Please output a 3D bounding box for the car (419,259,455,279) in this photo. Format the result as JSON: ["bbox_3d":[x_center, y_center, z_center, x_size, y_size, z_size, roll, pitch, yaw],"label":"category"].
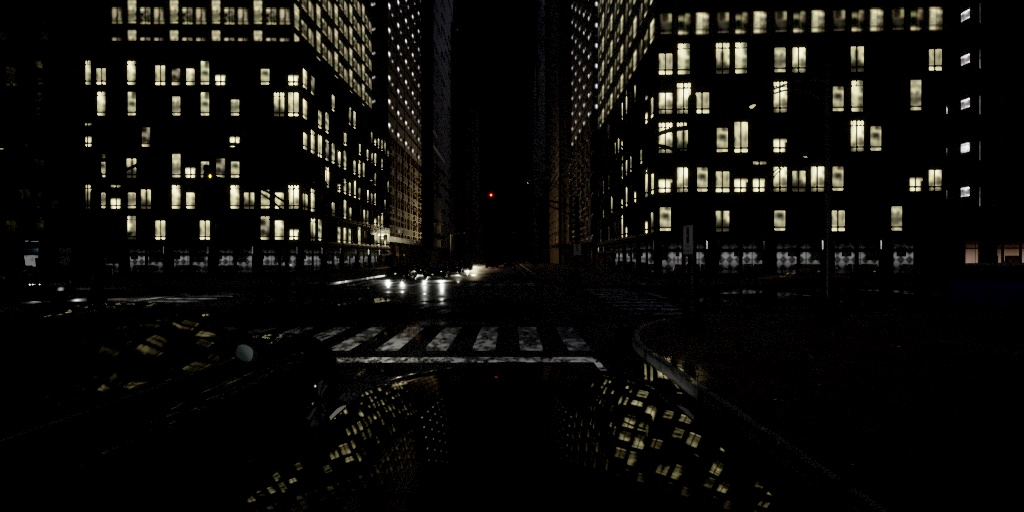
[{"bbox_3d":[-6.800,1.305,32.955,1.812,1.442,4.674,0,0,0],"label":"car"}]

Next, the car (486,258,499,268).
[{"bbox_3d":[-3.545,1.214,63.651,2.097,1.767,4.553,0,0,-1],"label":"car"}]

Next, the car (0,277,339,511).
[{"bbox_3d":[-3.155,1.102,2.560,2.097,1.767,4.553,0,0,0],"label":"car"}]

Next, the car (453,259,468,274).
[{"bbox_3d":[-6.864,1.277,42.828,1.882,1.535,5.008,0,0,0],"label":"car"}]

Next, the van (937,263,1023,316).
[{"bbox_3d":[18.288,1.119,12.779,3.998,1.789,1.690,0,0,2],"label":"van"}]

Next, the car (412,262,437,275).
[{"bbox_3d":[-10.100,1.361,41.707,1.994,1.385,4.181,0,0,0],"label":"car"}]

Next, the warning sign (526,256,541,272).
[{"bbox_3d":[2.598,0.910,40.836,1.300,1.860,1.060,0,0,0],"label":"warning sign"}]

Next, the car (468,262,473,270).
[{"bbox_3d":[-6.917,1.390,52.807,1.994,1.385,4.181,0,0,0],"label":"car"}]

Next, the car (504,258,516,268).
[{"bbox_3d":[-0.401,1.426,63.832,1.994,1.385,4.181,0,0,0],"label":"car"}]

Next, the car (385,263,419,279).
[{"bbox_3d":[-10.051,1.343,32.798,1.994,1.385,4.181,0,0,0],"label":"car"}]

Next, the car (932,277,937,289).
[{"bbox_3d":[26.802,1.357,20.522,4.207,1.307,1.802,0,0,2],"label":"car"}]

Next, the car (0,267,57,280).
[{"bbox_3d":[-23.089,1.250,16.389,4.902,1.511,2.128,0,0,0],"label":"car"}]

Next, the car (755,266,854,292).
[{"bbox_3d":[16.964,1.293,20.942,4.829,1.417,1.751,0,0,2],"label":"car"}]
